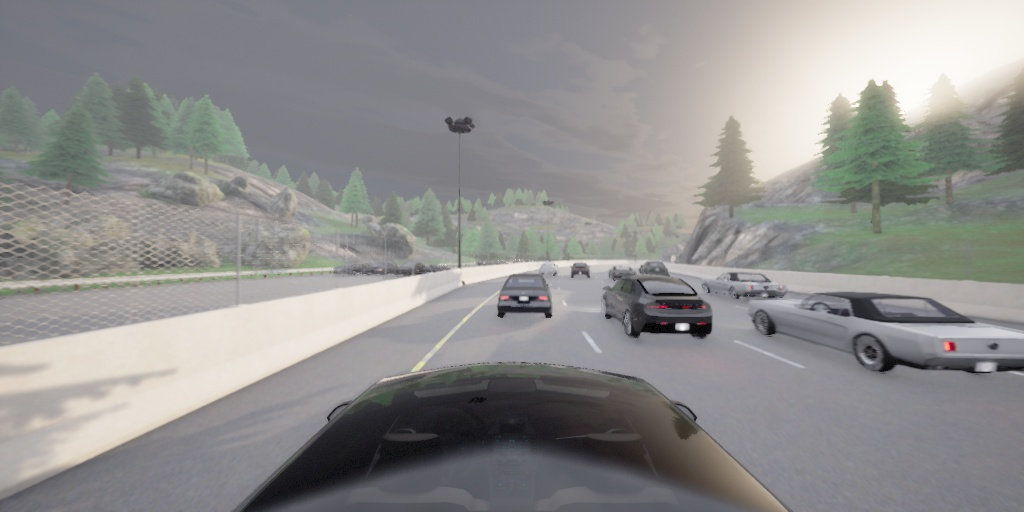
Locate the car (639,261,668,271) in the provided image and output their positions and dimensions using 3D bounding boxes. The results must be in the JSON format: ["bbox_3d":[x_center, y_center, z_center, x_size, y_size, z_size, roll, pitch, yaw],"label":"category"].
[{"bbox_3d":[13.889,1.292,35.389,2.097,1.767,4.553,0,0,10],"label":"car"}]

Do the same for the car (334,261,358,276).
[{"bbox_3d":[-17.537,1.350,39.586,2.128,1.511,4.902,0,0,11],"label":"car"}]

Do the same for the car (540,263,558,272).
[{"bbox_3d":[4.154,1.457,40.379,1.812,1.442,4.674,0,0,12],"label":"car"}]

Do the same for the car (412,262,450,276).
[{"bbox_3d":[-7.675,1.471,35.230,1.895,1.301,4.718,0,0,10],"label":"car"}]

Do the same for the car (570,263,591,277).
[{"bbox_3d":[7.252,1.437,38.011,1.837,1.490,4.892,0,0,11],"label":"car"}]

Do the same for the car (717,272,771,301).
[{"bbox_3d":[11.417,1.459,18.125,1.895,1.301,4.718,0,0,5],"label":"car"}]

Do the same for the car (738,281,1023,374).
[{"bbox_3d":[7.247,1.400,7.631,1.895,1.301,4.718,0,0,2],"label":"car"}]

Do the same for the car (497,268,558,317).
[{"bbox_3d":[0.519,1.350,13.385,2.033,1.411,5.357,0,0,4],"label":"car"}]

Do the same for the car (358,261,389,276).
[{"bbox_3d":[-14.086,1.415,39.192,2.033,1.411,5.357,0,0,10],"label":"car"}]

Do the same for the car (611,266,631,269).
[{"bbox_3d":[9.702,1.513,31.970,1.895,1.301,4.718,0,0,9],"label":"car"}]

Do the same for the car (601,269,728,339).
[{"bbox_3d":[3.879,1.307,10.341,1.837,1.490,4.892,0,0,3],"label":"car"}]

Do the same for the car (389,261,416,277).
[{"bbox_3d":[-10.673,1.352,38.235,1.882,1.535,5.008,0,0,11],"label":"car"}]
